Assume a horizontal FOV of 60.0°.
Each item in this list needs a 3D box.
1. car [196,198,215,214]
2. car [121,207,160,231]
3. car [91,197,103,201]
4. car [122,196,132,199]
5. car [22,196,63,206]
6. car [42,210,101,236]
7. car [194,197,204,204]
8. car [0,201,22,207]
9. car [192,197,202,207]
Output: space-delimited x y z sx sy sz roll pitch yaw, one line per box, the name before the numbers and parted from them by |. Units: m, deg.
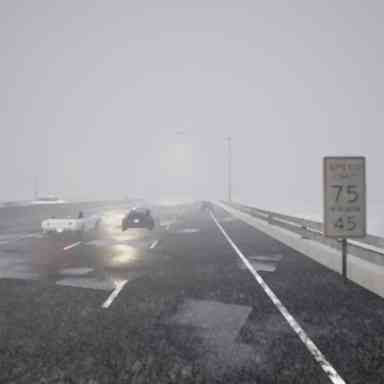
car | 1.690 1.749 39.541 1.837 1.490 4.892 0 0 1
car | -3.250 1.688 21.639 1.994 1.385 4.181 0 0 1
car | -22.662 1.933 79.512 1.882 1.535 5.008 0 0 3
car | -15.636 1.626 79.913 1.882 1.535 5.008 0 0 3
car | -17.123 1.452 39.118 2.150 2.045 5.566 0 0 2
car | -6.781 1.708 19.321 1.895 1.301 4.718 0 0 1
car | 1.616 1.898 74.208 2.128 1.511 4.902 0 0 3
car | -20.657 1.743 37.543 1.812 1.442 4.674 0 0 1
car | 1.003 1.974 58.367 1.895 1.301 4.718 0 0 2
